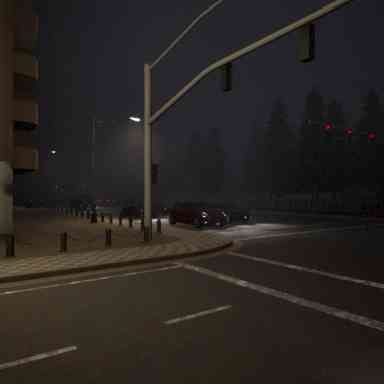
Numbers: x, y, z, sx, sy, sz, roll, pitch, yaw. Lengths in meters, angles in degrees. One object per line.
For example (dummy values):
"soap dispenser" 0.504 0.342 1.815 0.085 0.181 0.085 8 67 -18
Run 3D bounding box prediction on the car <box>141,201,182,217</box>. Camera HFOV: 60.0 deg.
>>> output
"car" -3.123 1.656 33.284 1.895 1.301 4.718 0 0 -36

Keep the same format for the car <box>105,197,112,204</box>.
"car" -16.723 1.656 64.459 1.895 1.301 4.718 0 0 -36

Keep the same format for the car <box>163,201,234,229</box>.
"car" 0.316 1.407 22.518 2.097 1.767 4.553 0 0 -36

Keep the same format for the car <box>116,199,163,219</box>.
"car" -4.733 1.619 29.532 1.994 1.385 4.181 0 0 -36

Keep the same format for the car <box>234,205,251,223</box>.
"car" 2.394 1.560 25.621 1.837 1.490 4.892 0 0 -36

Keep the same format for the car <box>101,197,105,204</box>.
"car" -18.049 1.656 60.339 1.895 1.301 4.718 0 0 -36

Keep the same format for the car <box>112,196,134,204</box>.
"car" -11.461 1.408 57.183 2.097 1.767 4.553 0 0 -36

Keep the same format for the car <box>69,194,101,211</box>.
"car" -13.979 1.279 42.378 2.150 2.045 5.566 0 0 -36
